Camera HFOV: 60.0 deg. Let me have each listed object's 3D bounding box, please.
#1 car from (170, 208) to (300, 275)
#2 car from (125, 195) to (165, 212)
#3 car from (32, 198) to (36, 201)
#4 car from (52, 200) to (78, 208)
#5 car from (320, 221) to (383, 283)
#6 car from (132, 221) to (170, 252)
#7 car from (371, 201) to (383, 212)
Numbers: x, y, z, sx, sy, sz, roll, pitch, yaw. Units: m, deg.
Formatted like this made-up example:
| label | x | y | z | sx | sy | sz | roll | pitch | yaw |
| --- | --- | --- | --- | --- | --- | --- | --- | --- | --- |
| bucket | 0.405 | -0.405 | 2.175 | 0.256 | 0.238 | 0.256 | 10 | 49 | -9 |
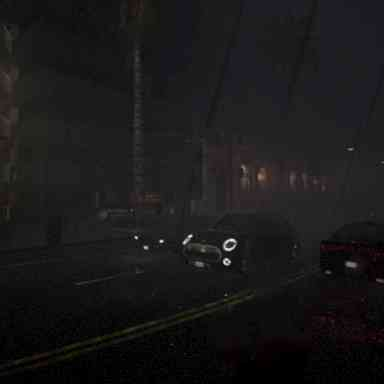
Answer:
| label | x | y | z | sx | sy | sz | roll | pitch | yaw |
| --- | --- | --- | --- | --- | --- | --- | --- | --- | --- |
| car | 1.733 | 1.459 | 10.996 | 2.097 | 1.767 | 4.553 | -1 | -1 | 43 |
| car | -5.534 | 1.388 | 40.740 | 2.435 | 2.045 | 5.566 | 0 | -1 | 39 |
| car | -29.005 | 1.893 | 59.587 | 2.161 | 1.482 | 4.786 | 0 | -1 | 39 |
| car | -20.326 | 1.892 | 51.877 | 1.895 | 1.301 | 4.718 | 0 | -1 | 39 |
| car | 5.413 | 1.578 | 9.663 | 1.882 | 1.535 | 5.008 | 0 | -1 | 42 |
| car | 0.049 | 1.678 | 14.235 | 2.033 | 1.411 | 5.357 | 0 | -1 | 41 |
| car | 26.232 | 2.001 | 45.911 | 1.812 | 1.442 | 4.674 | 0 | -1 | 40 |
